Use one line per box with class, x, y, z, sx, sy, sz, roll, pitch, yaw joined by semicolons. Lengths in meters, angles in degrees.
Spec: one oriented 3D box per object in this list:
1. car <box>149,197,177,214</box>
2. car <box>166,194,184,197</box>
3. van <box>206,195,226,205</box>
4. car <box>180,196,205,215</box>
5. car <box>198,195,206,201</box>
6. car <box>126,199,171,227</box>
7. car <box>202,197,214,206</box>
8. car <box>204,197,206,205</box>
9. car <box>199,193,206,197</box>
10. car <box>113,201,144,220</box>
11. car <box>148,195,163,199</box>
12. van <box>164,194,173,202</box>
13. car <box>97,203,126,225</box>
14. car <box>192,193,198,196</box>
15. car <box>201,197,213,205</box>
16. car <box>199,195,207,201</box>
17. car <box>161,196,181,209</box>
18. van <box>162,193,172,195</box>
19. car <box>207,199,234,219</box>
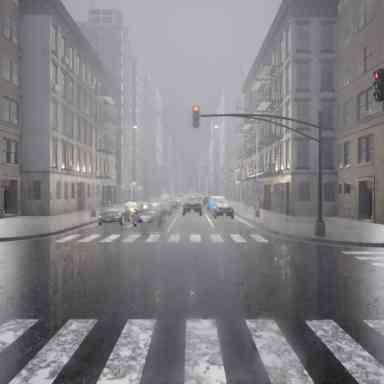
car;-2.845;1.545;32.792;2.033;1.411;5.357;0;0;0
car;-2.798;1.475;53.060;1.882;1.535;5.008;0;0;1
van;2.640;1.339;34.354;1.690;1.788;3.998;0;0;0
car;0.054;1.502;33.986;1.837;1.490;4.892;0;0;1
car;2.654;1.562;88.416;1.947;1.339;4.313;0;0;0
car;-2.849;1.490;22.909;2.128;1.511;4.902;0;0;0
car;2.646;1.563;55.979;1.947;1.339;4.313;0;0;0
car;2.641;1.579;39.760;1.802;1.307;4.206;0;0;0
car;2.644;1.312;50.573;2.192;1.841;5.009;0;0;0
car;-5.396;1.523;28.777;1.752;1.417;4.829;0;0;0
car;-5.411;1.437;45.166;1.967;1.590;4.097;0;0;0
van;-5.441;1.338;77.603;1.690;1.788;3.998;0;0;0
car;-5.391;1.549;23.540;2.008;1.369;4.403;0;0;0
car;0.101;1.487;67.414;2.128;1.511;4.902;0;0;0
car;2.647;1.548;61.385;2.008;1.369;4.403;0;0;0
car;2.653;1.541;83.010;1.887;1.381;4.507;0;0;0
car;-2.835;1.561;42.806;1.994;1.385;4.181;0;0;1
van;-5.431;1.338;66.790;1.690;1.788;3.998;0;0;0
car;2.639;1.549;28.948;2.008;1.369;4.403;0;0;0
